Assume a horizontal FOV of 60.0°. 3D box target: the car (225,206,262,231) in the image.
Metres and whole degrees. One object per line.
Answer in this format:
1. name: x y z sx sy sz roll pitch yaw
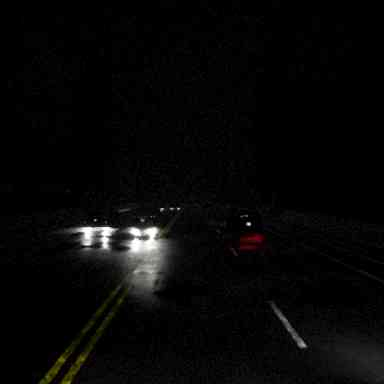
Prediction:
1. car: 3.352 1.669 22.067 1.837 1.490 4.892 0 -1 0

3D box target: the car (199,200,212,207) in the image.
1. car: 3.258 2.584 71.879 2.163 1.488 4.792 0 -2 0

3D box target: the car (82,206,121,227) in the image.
1. car: -6.595 1.760 24.651 1.994 1.385 4.181 0 -1 0

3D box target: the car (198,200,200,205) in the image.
1. car: 3.260 2.938 82.849 1.994 1.385 4.181 0 -2 0

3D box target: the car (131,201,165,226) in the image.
1. car: -3.345 1.692 24.976 2.128 1.511 4.902 0 -1 0

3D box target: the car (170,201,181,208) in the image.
1. car: -3.245 2.496 66.781 2.033 1.411 5.357 0 -1 0
